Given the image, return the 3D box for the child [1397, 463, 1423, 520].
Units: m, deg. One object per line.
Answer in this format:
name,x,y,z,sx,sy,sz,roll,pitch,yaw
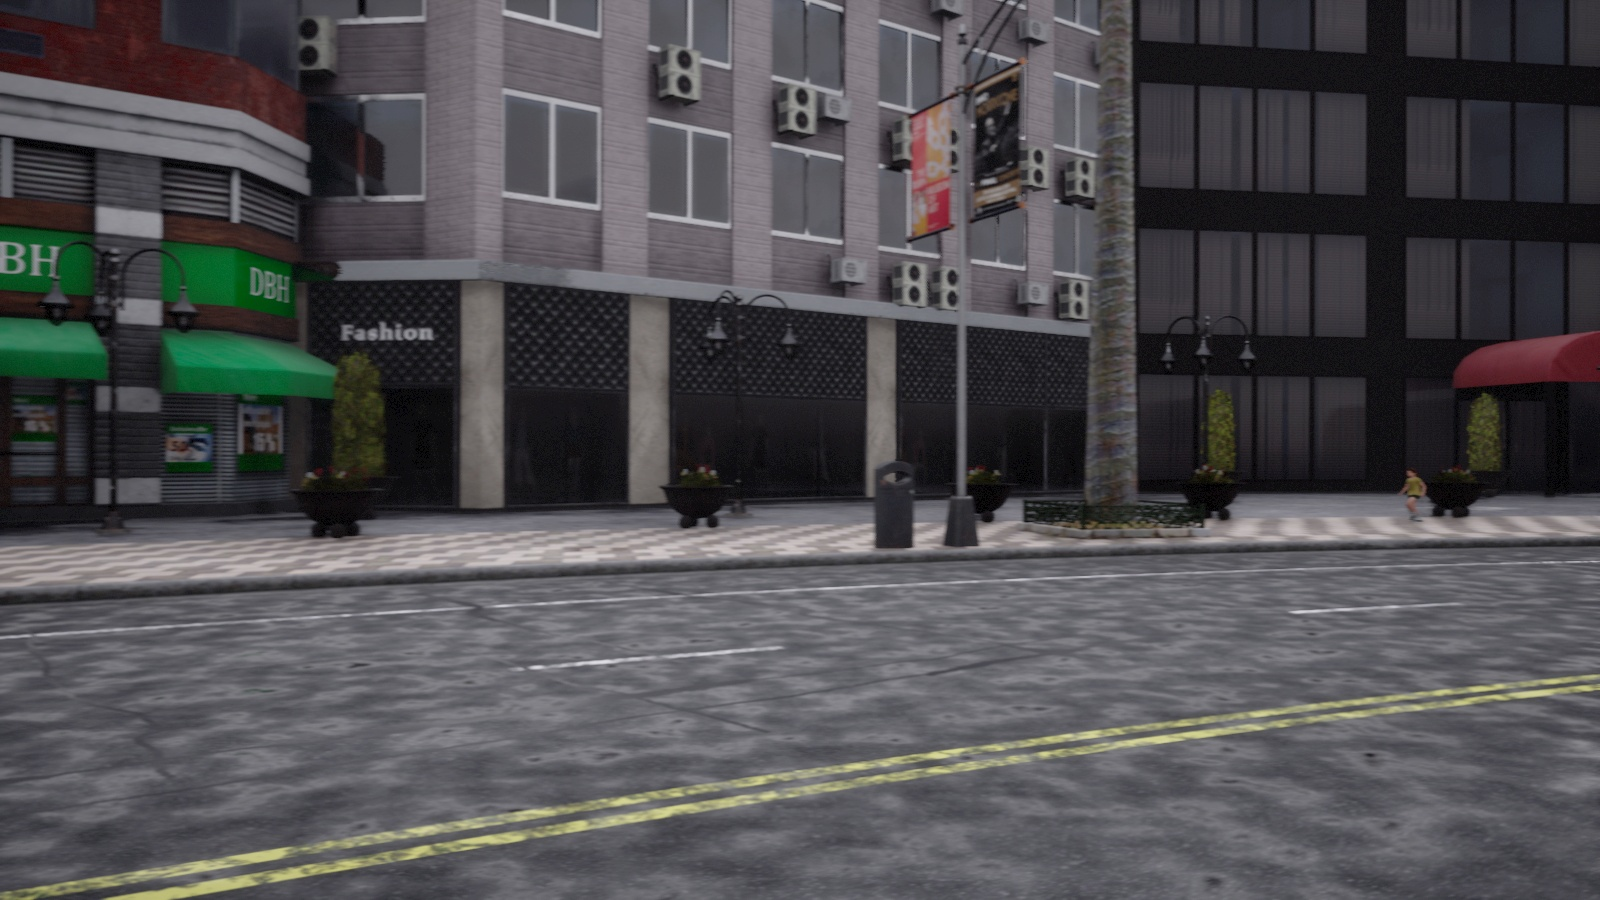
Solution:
child,11.911,0.802,24.523,0.394,1.110,0.255,0,0,-14
